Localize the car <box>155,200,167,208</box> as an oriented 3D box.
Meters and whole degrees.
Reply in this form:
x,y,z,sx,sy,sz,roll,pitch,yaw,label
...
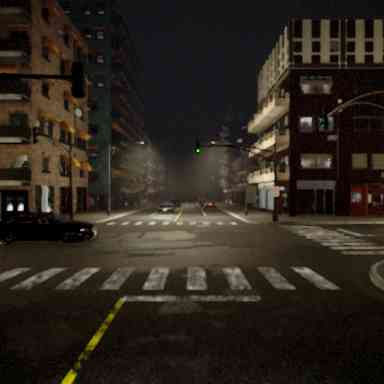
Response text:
x,y,z,sx,sy,sz,roll,pitch,yaw,label
-5.677,2.170,61.361,1.947,1.339,4.313,-1,-1,0,car

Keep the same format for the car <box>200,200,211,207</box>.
x,y,z,sx,sy,sz,roll,pitch,yaw,label
2.668,2.225,66.996,1.947,1.339,4.313,-1,-1,0,car

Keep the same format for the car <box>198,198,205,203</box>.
x,y,z,sx,sy,sz,roll,pitch,yaw,label
2.665,2.487,95.348,1.887,1.381,4.507,-1,-1,0,car

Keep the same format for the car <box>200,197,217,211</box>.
x,y,z,sx,sy,sz,roll,pitch,yaw,label
2.669,1.930,49.985,1.967,1.590,4.097,-1,-1,0,car

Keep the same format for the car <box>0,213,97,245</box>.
x,y,z,sx,sy,sz,roll,pitch,yaw,label
-7.202,1.783,16.350,4.902,1.511,2.128,0,0,0,car

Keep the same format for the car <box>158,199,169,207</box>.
x,y,z,sx,sy,sz,roll,pitch,yaw,label
-5.678,2.184,66.862,1.752,1.417,4.829,-1,-1,0,car

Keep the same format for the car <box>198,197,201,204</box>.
x,y,z,sx,sy,sz,roll,pitch,yaw,label
2.668,2.043,61.327,1.967,1.590,4.097,-1,-1,0,car

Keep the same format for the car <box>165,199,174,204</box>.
x,y,z,sx,sy,sz,roll,pitch,yaw,label
-5.680,2.412,84.043,1.802,1.307,4.206,-1,-1,0,car

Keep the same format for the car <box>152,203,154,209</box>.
x,y,z,sx,sy,sz,roll,pitch,yaw,label
-5.677,2.071,55.521,1.752,1.417,4.829,-1,-1,0,car

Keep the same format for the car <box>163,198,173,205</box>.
x,y,z,sx,sy,sz,roll,pitch,yaw,label
-5.681,2.213,78.374,1.967,1.590,4.097,-1,-1,0,car

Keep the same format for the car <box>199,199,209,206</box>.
x,y,z,sx,sy,sz,roll,pitch,yaw,label
2.668,2.266,72.667,2.008,1.369,4.403,-1,-1,0,car

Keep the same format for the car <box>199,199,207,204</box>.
x,y,z,sx,sy,sz,roll,pitch,yaw,label
2.667,2.373,84.008,1.887,1.381,4.507,-1,-1,0,car

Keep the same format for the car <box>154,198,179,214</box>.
x,y,z,sx,sy,sz,roll,pitch,yaw,label
-3.087,1.890,40.910,2.128,1.511,4.902,0,0,0,car

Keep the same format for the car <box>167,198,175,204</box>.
x,y,z,sx,sy,sz,roll,pitch,yaw,label
-5.694,2.431,89.714,1.887,1.381,4.507,-1,-1,0,car

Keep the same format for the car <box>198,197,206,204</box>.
x,y,z,sx,sy,sz,roll,pitch,yaw,label
2.662,2.201,89.680,2.192,1.841,5.009,-1,-1,0,car
